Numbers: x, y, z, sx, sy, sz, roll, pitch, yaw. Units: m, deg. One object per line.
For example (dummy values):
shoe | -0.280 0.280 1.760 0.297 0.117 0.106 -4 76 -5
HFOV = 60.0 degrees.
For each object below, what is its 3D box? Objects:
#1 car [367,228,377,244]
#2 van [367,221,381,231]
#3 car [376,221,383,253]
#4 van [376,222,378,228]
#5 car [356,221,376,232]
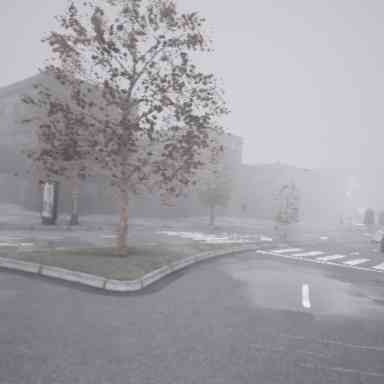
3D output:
car | 21.354 5.124 37.219 1.812 1.442 4.674 3 -3 39
van | 41.491 7.736 75.663 1.878 1.987 4.442 3 -2 39
car | 15.613 3.590 24.756 2.150 2.045 5.566 4 -4 38
van | 38.028 7.321 71.349 1.878 1.987 4.442 3 -2 39
car | 34.624 6.885 67.105 2.435 2.045 5.566 3 -2 39
